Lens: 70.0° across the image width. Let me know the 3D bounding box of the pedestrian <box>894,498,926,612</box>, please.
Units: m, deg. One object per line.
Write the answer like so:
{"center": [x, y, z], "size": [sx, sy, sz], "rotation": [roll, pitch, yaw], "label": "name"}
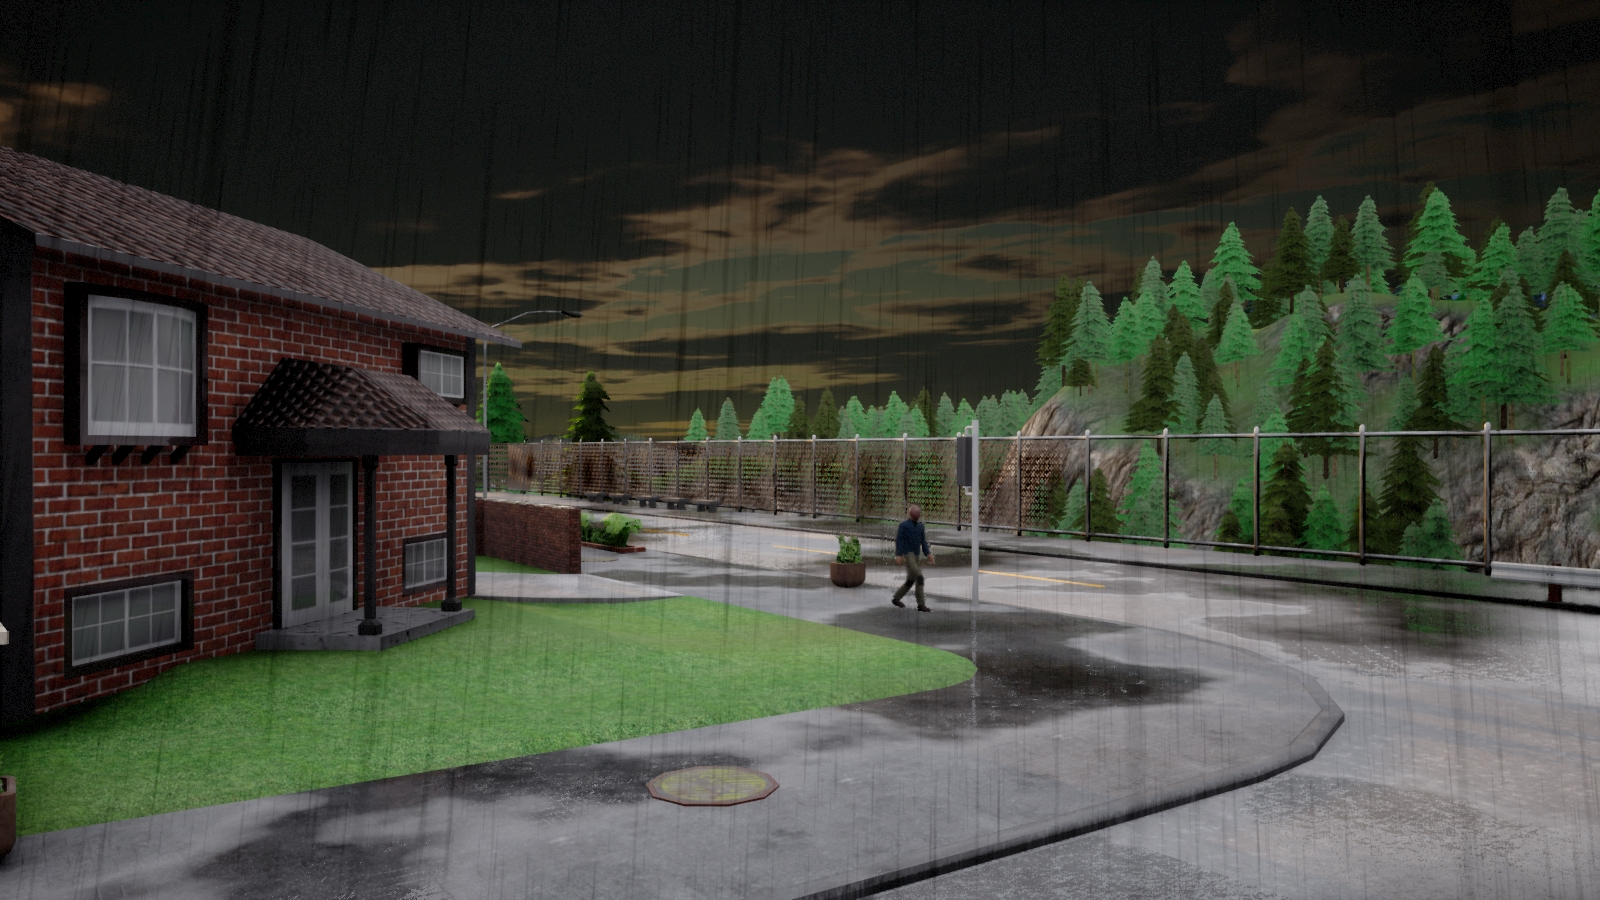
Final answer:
{"center": [1.843, 1.745, 19.146], "size": [0.375, 1.860, 0.375], "rotation": [0, 0, -43], "label": "pedestrian"}
